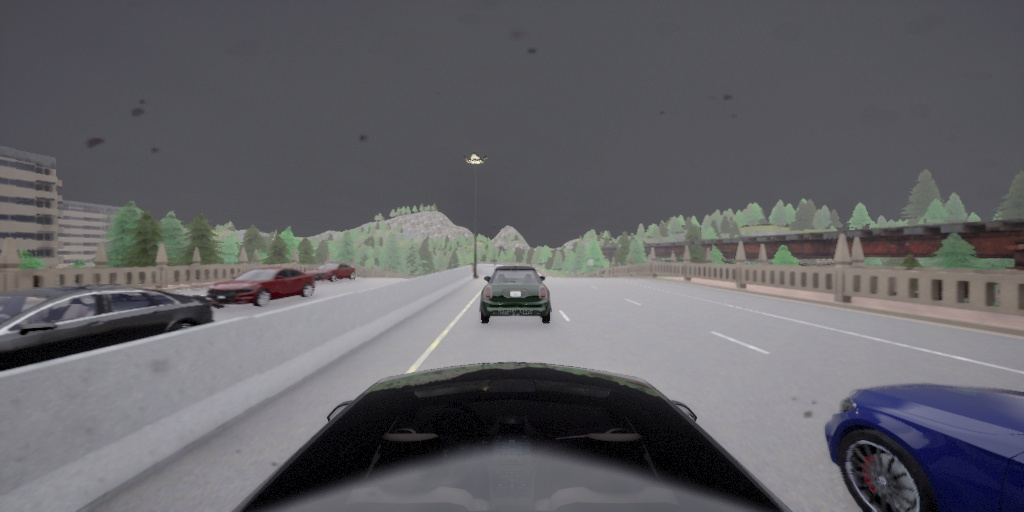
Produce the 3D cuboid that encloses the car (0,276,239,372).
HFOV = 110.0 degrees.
[{"bbox_3d":[-7.099,1.242,5.395,2.128,1.511,4.902,0,0,0],"label":"car"}]

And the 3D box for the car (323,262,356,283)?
[{"bbox_3d":[-14.095,1.254,28.239,1.882,1.535,5.008,0,-1,0],"label":"car"}]

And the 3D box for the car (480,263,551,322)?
[{"bbox_3d":[0.098,1.103,12.349,2.097,1.767,4.553,0,0,0],"label":"car"}]

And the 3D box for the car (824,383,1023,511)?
[{"bbox_3d":[3.595,1.276,1.091,1.812,1.442,4.674,0,0,0],"label":"car"}]

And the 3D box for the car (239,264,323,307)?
[{"bbox_3d":[-10.599,1.229,15.582,1.882,1.535,5.008,0,0,0],"label":"car"}]
